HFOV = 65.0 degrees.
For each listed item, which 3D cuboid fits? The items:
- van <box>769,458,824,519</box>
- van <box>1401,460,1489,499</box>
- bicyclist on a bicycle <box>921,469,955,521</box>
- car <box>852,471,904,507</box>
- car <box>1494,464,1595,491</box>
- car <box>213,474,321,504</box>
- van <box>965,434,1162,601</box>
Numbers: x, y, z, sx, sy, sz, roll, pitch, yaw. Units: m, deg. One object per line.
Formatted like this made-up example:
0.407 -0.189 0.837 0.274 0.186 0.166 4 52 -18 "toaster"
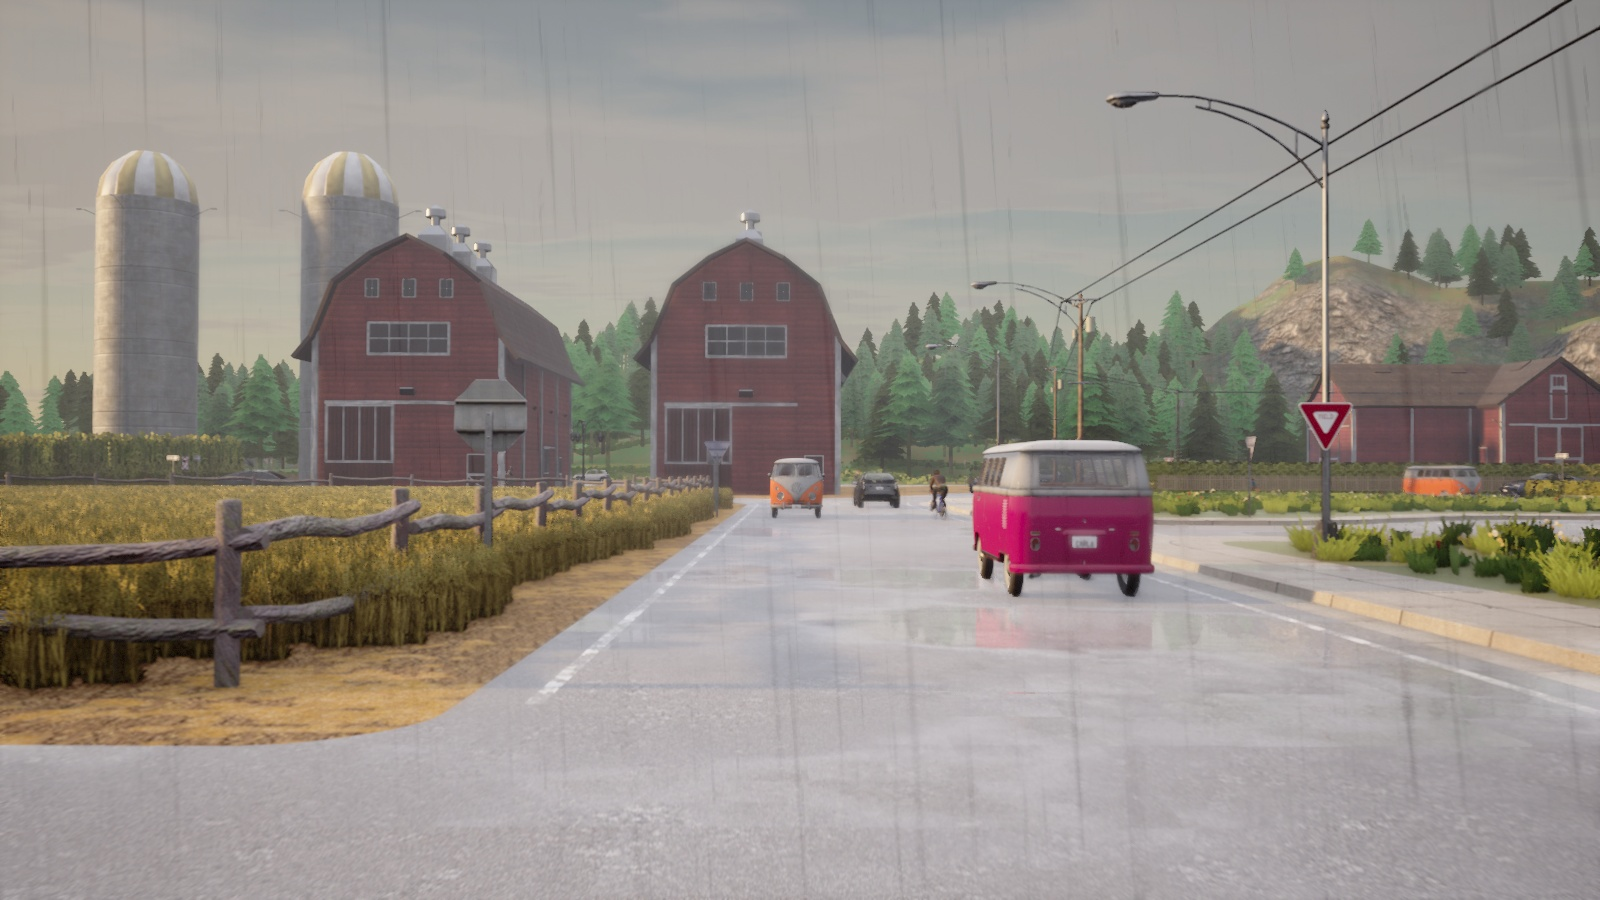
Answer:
-0.105 1.286 42.905 1.775 1.987 4.442 0 -1 0 "van"
34.162 1.546 66.644 1.775 1.987 4.442 0 -1 -11 "van"
4.429 1.425 40.308 0.582 1.620 1.656 0 -1 -12 "bicyclist on a bicycle"
3.354 1.665 54.788 2.007 1.525 4.514 0 -1 0 "car"
46.371 1.718 78.302 5.027 1.651 2.152 0 -1 0 "car"
-27.953 2.035 65.956 4.892 1.490 1.837 0 -1 -4 "car"
3.443 0.843 17.239 1.775 1.987 4.442 0 -1 0 "van"
